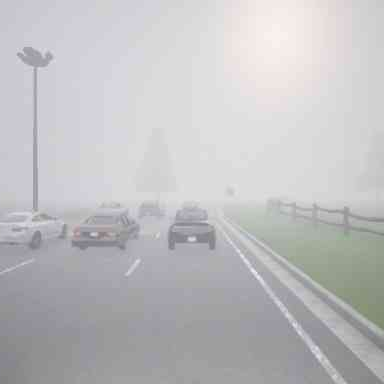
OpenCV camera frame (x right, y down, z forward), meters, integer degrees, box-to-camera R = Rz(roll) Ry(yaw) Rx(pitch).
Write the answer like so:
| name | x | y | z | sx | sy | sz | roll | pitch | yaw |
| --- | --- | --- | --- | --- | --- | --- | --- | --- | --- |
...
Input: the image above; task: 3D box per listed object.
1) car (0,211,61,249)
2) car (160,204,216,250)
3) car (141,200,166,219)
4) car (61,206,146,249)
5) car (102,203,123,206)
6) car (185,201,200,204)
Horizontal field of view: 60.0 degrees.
| name | x | y | z | sx | sy | sz | roll | pitch | yaw |
| --- | --- | --- | --- | --- | --- | --- | --- | --- | --- |
| car | -7.000 | 1.530 | 14.402 | 1.812 | 1.442 | 4.674 | 0 | 0 | 0 |
| car | 0.000 | 1.492 | 14.402 | 2.128 | 1.511 | 4.902 | 0 | 0 | 0 |
| car | -3.474 | 1.514 | 29.458 | 1.837 | 1.490 | 4.892 | 0 | 0 | 2 |
| car | -3.500 | 1.560 | 14.402 | 2.033 | 1.411 | 5.357 | 0 | 0 | 0 |
| car | -6.972 | 1.614 | 29.599 | 1.895 | 1.301 | 4.718 | 0 | 0 | 2 |
| car | 0.024 | 1.530 | 29.346 | 1.812 | 1.442 | 4.674 | 0 | 0 | 2 |
